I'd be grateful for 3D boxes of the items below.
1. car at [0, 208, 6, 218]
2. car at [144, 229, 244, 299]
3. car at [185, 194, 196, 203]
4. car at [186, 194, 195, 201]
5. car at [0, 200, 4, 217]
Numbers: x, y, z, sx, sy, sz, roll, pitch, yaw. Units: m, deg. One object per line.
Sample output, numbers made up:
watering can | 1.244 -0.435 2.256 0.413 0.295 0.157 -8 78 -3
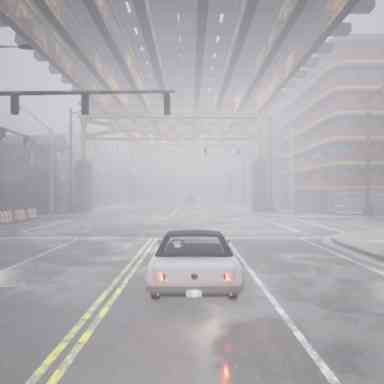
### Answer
car | -16.863 1.438 25.047 4.974 1.542 2.038 0 0 -20
car | 0.046 1.596 8.389 1.895 1.301 4.718 0 0 0
car | -0.277 1.402 67.439 1.837 1.490 4.892 0 0 0
car | -0.320 1.266 77.853 1.882 1.535 5.008 0 1 0
car | -16.912 1.281 25.028 4.536 1.218 1.853 0 0 -20
